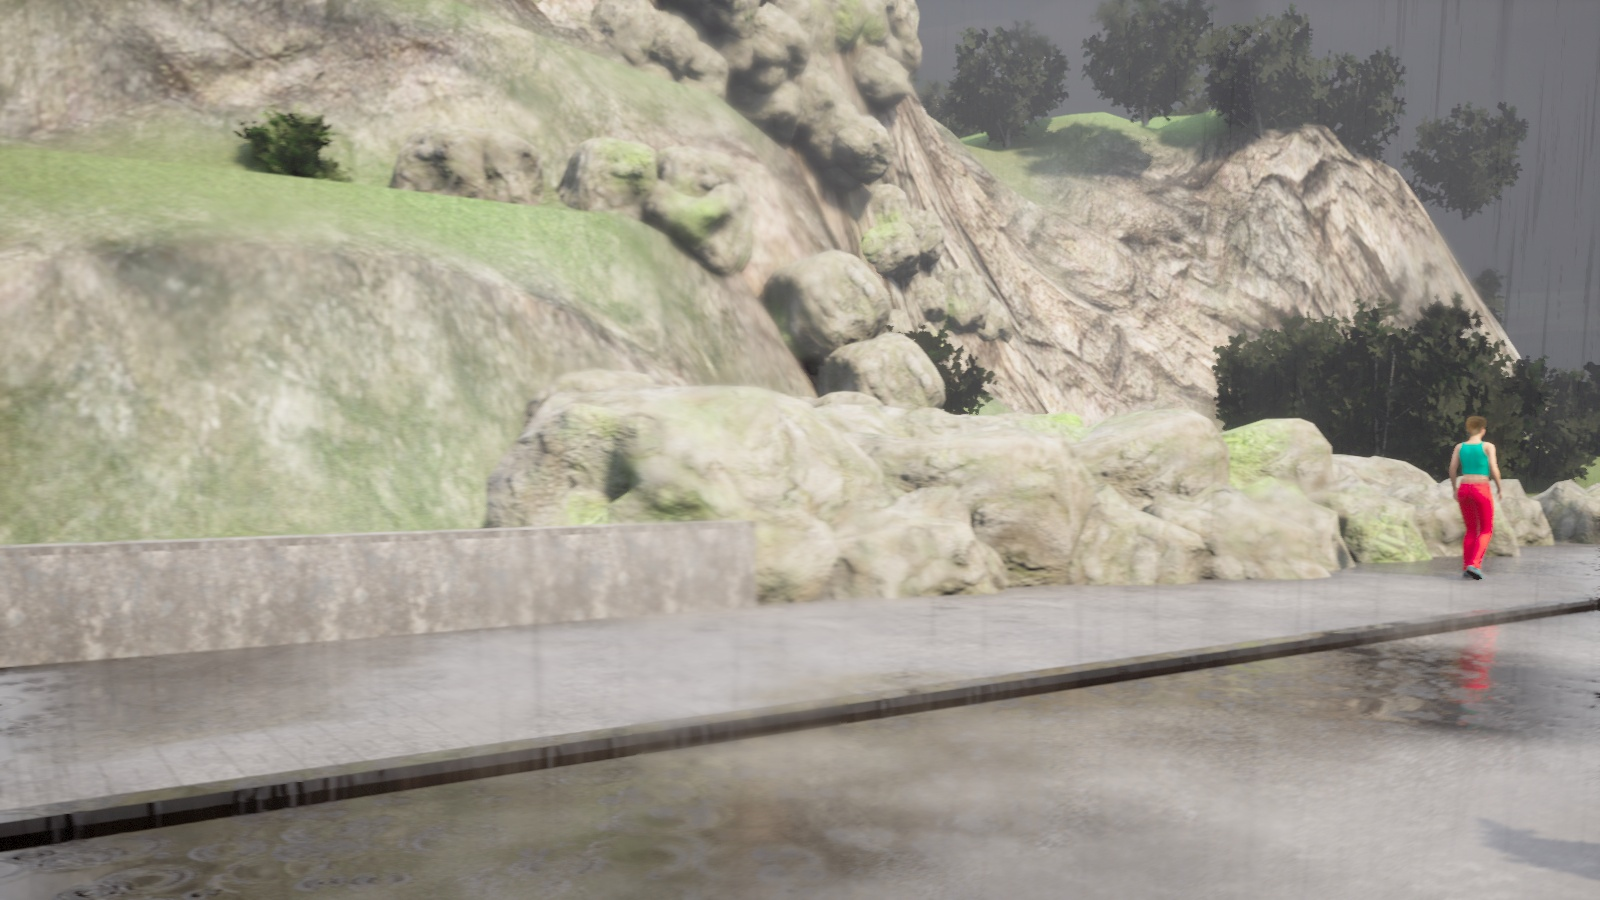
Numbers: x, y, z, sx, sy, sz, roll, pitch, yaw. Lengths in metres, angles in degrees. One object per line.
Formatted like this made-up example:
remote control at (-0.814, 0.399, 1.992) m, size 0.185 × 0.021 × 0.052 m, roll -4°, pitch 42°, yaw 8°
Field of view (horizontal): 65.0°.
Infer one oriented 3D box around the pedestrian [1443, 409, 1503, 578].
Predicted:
pedestrian at (7.497, 0.473, 13.987) m, size 0.594 × 1.836 × 0.345 m, roll 0°, pitch 0°, yaw -32°
